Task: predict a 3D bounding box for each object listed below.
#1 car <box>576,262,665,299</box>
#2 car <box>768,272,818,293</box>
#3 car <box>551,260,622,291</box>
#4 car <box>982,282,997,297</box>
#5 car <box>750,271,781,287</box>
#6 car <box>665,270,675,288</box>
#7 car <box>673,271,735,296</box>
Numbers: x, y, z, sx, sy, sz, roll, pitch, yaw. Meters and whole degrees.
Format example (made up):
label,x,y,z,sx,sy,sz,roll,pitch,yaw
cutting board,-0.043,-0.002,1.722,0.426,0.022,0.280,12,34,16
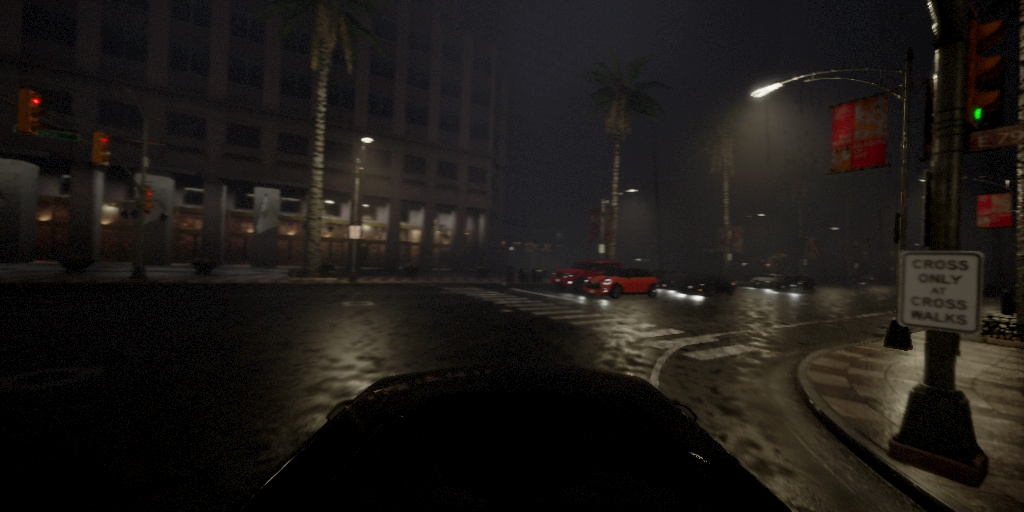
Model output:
label,x,y,z,sx,sy,sz,roll,pitch,yaw
car,6.354,1.458,20.913,4.553,1.767,2.097,3,0,-30
car,25.432,2.453,32.057,4.892,1.490,1.837,1,1,-30
car,5.335,1.302,24.369,5.566,2.045,2.150,3,0,-30
car,50.431,3.517,38.651,4.902,1.511,2.128,2,0,-31
car,26.340,2.539,36.629,4.674,1.442,1.812,2,0,-30
car,14.324,2.027,29.633,5.357,1.411,2.033,2,0,-31
car,13.796,2.001,25.271,4.181,1.385,1.994,3,0,-30
